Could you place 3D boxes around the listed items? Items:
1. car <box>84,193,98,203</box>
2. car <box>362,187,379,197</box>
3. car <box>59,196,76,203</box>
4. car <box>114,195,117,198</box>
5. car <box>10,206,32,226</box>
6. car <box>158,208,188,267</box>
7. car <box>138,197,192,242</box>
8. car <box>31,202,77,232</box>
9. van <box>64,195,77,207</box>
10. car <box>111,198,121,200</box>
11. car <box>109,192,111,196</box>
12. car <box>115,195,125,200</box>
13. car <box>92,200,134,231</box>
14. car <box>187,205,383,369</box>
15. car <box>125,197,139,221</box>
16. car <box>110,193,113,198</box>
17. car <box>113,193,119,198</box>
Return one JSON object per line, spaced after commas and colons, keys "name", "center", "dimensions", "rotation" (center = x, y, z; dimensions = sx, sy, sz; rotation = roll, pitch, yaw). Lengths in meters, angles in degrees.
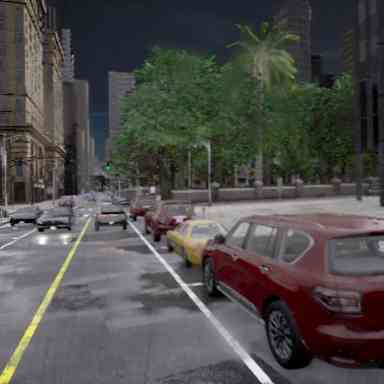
{"name": "car", "center": [-22.879, 1.644, 76.194], "dimensions": [2.033, 1.411, 5.357], "rotation": [-1, 0, -15]}
{"name": "car", "center": [28.870, -0.064, 51.027], "dimensions": [5.357, 1.411, 2.033], "rotation": [-2, 1, -14]}
{"name": "car", "center": [-18.959, 1.474, 50.513], "dimensions": [2.192, 1.841, 5.009], "rotation": [-1, 0, -15]}
{"name": "car", "center": [-12.091, 1.586, 57.911], "dimensions": [1.802, 1.307, 4.206], "rotation": [-1, 0, -15]}
{"name": "car", "center": [-12.177, 1.710, 24.833], "dimensions": [1.947, 1.339, 4.313], "rotation": [-1, 0, -15]}
{"name": "car", "center": [0.226, 1.489, 11.239], "dimensions": [1.752, 1.417, 4.829], "rotation": [-1, 0, -15]}
{"name": "car", "center": [-1.134, 1.289, 16.379], "dimensions": [2.192, 1.841, 5.009], "rotation": [-1, 0, -15]}
{"name": "car", "center": [-8.435, 1.637, 21.201], "dimensions": [2.033, 1.411, 5.357], "rotation": [-1, 0, -14]}
{"name": "van", "center": [-20.342, 1.500, 55.753], "dimensions": [1.690, 1.788, 3.998], "rotation": [-1, 0, -15]}
{"name": "car", "center": [-7.921, 1.569, 31.323], "dimensions": [1.812, 1.442, 4.674], "rotation": [-1, 0, -15]}
{"name": "car", "center": [-20.396, 1.305, 89.355], "dimensions": [2.192, 1.841, 5.009], "rotation": [-1, 0, -15]}
{"name": "car", "center": [-10.708, 1.569, 52.670], "dimensions": [1.947, 1.339, 4.313], "rotation": [-1, 0, -15]}
{"name": "car", "center": [-5.105, 1.522, 20.892], "dimensions": [2.128, 1.511, 4.902], "rotation": [-1, 0, -15]}
{"name": "car", "center": [1.665, 1.268, 5.769], "dimensions": [2.192, 1.841, 5.009], "rotation": [-1, 0, -15]}
{"name": "car", "center": [-3.935, 1.304, 26.990], "dimensions": [2.192, 1.841, 5.009], "rotation": [-1, 0, -15]}
{"name": "car", "center": [-19.009, 1.560, 84.115], "dimensions": [1.947, 1.339, 4.313], "rotation": [-1, 0, -15]}
{"name": "car", "center": [-13.477, 1.444, 63.151], "dimensions": [1.967, 1.590, 4.097], "rotation": [-1, 0, -15]}
